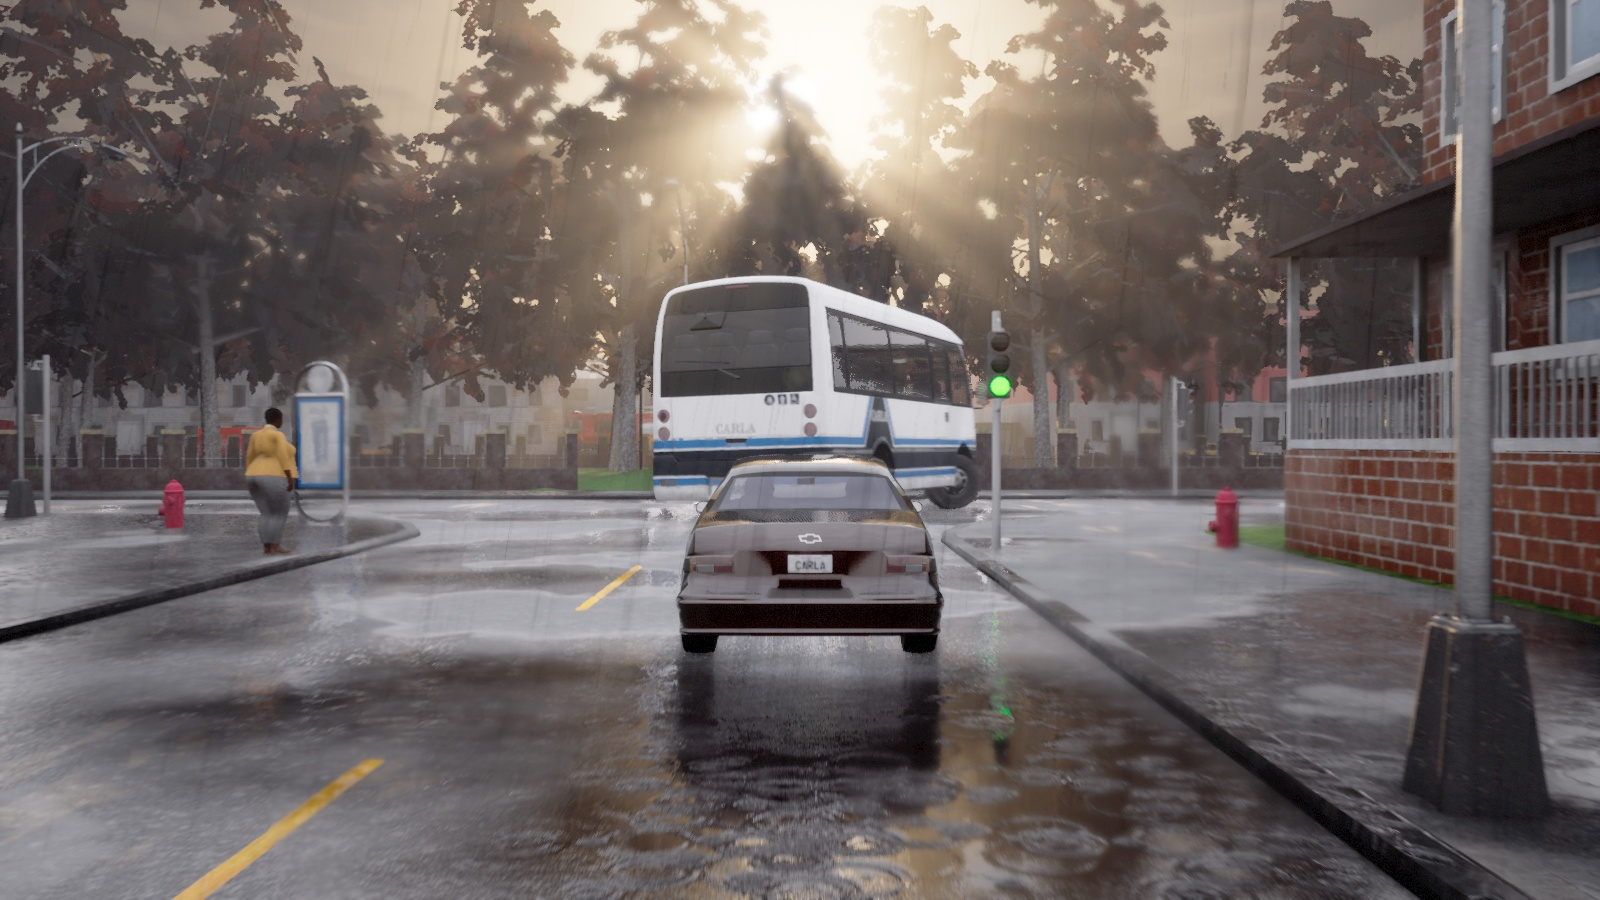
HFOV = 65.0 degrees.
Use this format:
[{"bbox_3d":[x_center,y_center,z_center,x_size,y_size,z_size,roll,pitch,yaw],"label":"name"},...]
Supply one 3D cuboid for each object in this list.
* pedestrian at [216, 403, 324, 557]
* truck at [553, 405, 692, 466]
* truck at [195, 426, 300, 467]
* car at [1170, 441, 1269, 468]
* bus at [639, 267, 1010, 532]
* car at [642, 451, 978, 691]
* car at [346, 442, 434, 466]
[{"bbox_3d":[-6.616,0.359,15.689,0.874,1.855,0.900,0,0,32],"label":"pedestrian"},{"bbox_3d":[-11.281,-0.896,80.227,8.468,3.827,2.891,0,0,0],"label":"truck"},{"bbox_3d":[-33.498,-0.213,76.310,5.204,2.467,2.627,0,0,0],"label":"truck"},{"bbox_3d":[25.375,0.261,76.072,5.366,1.575,1.801,0,0,1],"label":"car"},{"bbox_3d":[1.085,-0.779,25.656,3.944,4.253,10.273,-1,0,23],"label":"bus"},{"bbox_3d":[0.073,0.734,10.272,2.033,1.411,5.357,0,0,0],"label":"car"},{"bbox_3d":[-26.201,0.234,80.288,5.008,1.535,1.882,0,0,0],"label":"car"}]
